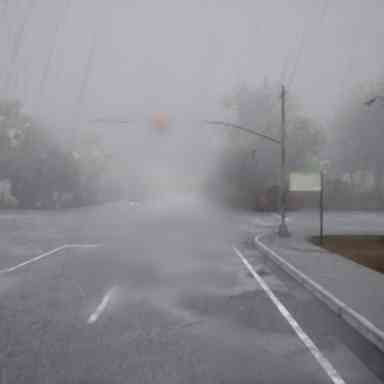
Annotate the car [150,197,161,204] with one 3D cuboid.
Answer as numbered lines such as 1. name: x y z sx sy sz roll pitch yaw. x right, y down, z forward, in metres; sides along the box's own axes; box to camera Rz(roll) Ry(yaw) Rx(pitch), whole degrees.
1. car: -7.182 1.634 65.459 1.895 1.301 4.718 0 0 0

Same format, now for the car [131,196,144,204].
1. car: -10.680 1.580 65.463 2.033 1.411 5.357 0 0 0
